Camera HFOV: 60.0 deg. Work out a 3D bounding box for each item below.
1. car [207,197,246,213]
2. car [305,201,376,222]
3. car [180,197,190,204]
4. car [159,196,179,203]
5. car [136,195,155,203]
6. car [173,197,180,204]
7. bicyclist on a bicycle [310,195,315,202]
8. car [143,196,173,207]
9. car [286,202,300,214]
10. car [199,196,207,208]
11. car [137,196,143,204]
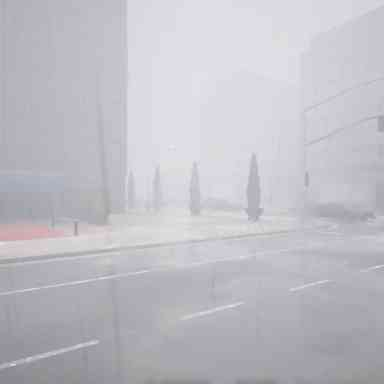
[{"bbox_3d":[4.095,1.525,37.922,1.812,1.442,4.674,0,0,-35],"label":"car"},{"bbox_3d":[11.608,1.547,26.392,2.033,1.411,5.357,0,0,-27],"label":"car"},{"bbox_3d":[0.269,1.352,62.154,2.097,1.767,4.553,0,0,-35],"label":"car"},{"bbox_3d":[-4.859,1.601,69.491,1.895,1.301,4.718,0,0,-35],"label":"car"},{"bbox_3d":[-9.874,1.520,70.413,2.128,1.511,4.902,0,0,-35],"label":"car"},{"bbox_3d":[-4.158,1.547,62.386,2.033,1.411,5.357,0,0,-35],"label":"car"},{"bbox_3d":[16.857,1.301,46.689,1.656,1.620,0.582,0,0,-35],"label":"bicyclist on a bicycle"},{"bbox_3d":[-5.388,1.526,51.574,1.812,1.442,4.674,0,0,-35],"label":"car"},{"bbox_3d":[11.758,1.601,33.038,1.895,1.301,4.718,0,0,-35],"label":"car"},{"bbox_3d":[3.326,1.504,45.157,1.837,1.490,4.892,0,0,-35],"label":"car"},{"bbox_3d":[-8.633,1.526,62.491,1.812,1.442,4.674,0,0,-34],"label":"car"}]
